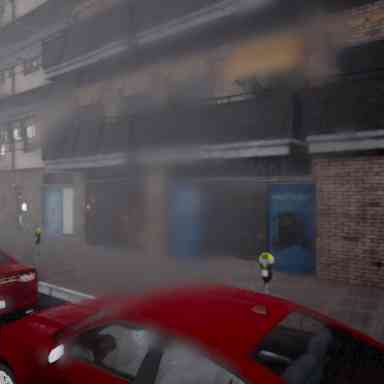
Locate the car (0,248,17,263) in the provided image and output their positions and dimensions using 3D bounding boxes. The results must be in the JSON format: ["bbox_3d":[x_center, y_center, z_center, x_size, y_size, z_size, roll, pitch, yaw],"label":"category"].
[{"bbox_3d":[-4.678,1.547,6.209,4.507,1.381,1.887,0,0,36],"label":"car"}]

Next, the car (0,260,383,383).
[{"bbox_3d":[-0.093,1.545,2.940,4.507,1.381,1.887,0,0,36],"label":"car"}]
